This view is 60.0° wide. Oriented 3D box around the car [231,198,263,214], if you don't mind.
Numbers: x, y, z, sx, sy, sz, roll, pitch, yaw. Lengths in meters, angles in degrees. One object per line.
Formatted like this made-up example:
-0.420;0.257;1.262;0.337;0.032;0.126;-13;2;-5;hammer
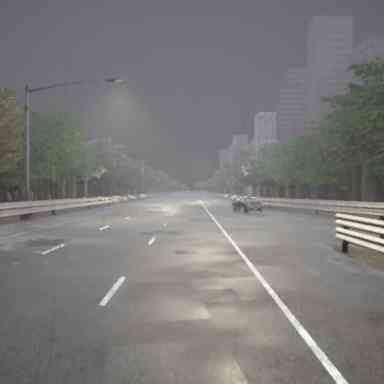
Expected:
5.377;1.340;33.094;2.128;1.511;4.902;0;0;-12;car
